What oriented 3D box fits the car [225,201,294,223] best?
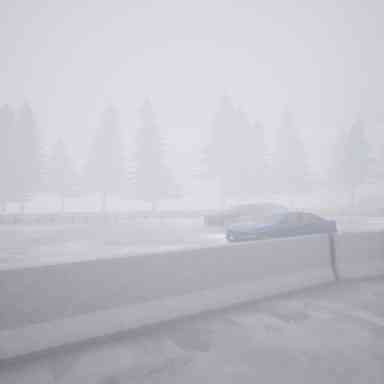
[{"bbox_3d":[5.299,1.529,26.028,4.902,1.511,2.128,0,0,-22],"label":"car"}]

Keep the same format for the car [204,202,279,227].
[{"bbox_3d":[3.182,1.502,21.295,5.008,1.535,1.882,0,0,-24],"label":"car"}]

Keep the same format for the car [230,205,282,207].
[{"bbox_3d":[4.180,1.592,17.915,4.181,1.385,1.994,0,0,-24],"label":"car"}]

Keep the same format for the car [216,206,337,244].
[{"bbox_3d":[3.766,1.501,13.855,5.008,1.535,1.882,0,0,-26],"label":"car"}]
